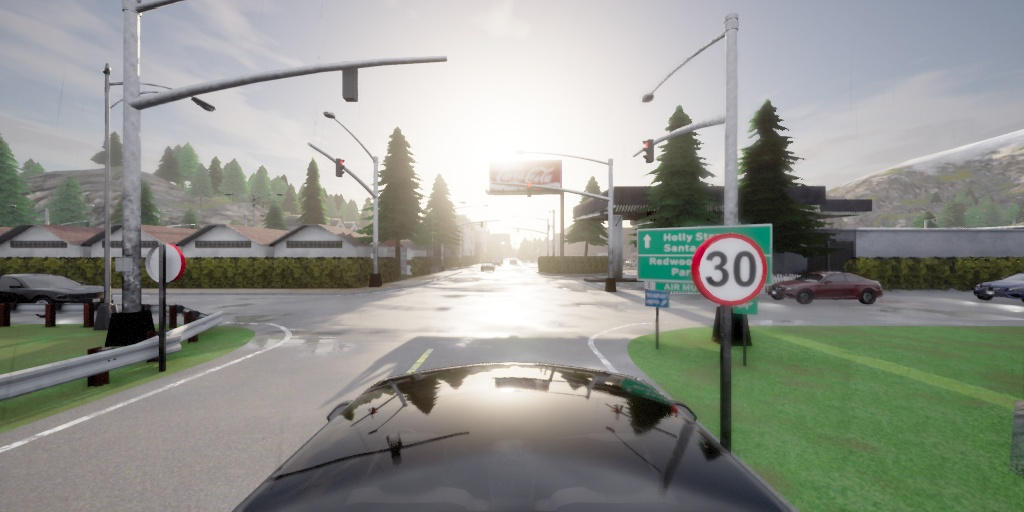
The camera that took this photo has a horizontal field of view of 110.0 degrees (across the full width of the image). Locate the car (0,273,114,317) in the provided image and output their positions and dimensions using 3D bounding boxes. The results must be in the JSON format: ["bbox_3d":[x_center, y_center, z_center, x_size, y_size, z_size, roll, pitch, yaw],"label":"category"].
[{"bbox_3d":[-18.333,1.423,13.721,5.008,1.535,1.882,0,0,1],"label":"car"}]

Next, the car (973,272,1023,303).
[{"bbox_3d":[24.956,1.472,16.936,4.674,1.442,1.812,0,0,1],"label":"car"}]

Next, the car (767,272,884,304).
[{"bbox_3d":[14.796,1.472,17.040,4.674,1.442,1.812,0,0,0],"label":"car"}]

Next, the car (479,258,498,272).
[{"bbox_3d":[-3.427,1.421,50.818,1.812,1.442,4.674,0,1,0],"label":"car"}]
